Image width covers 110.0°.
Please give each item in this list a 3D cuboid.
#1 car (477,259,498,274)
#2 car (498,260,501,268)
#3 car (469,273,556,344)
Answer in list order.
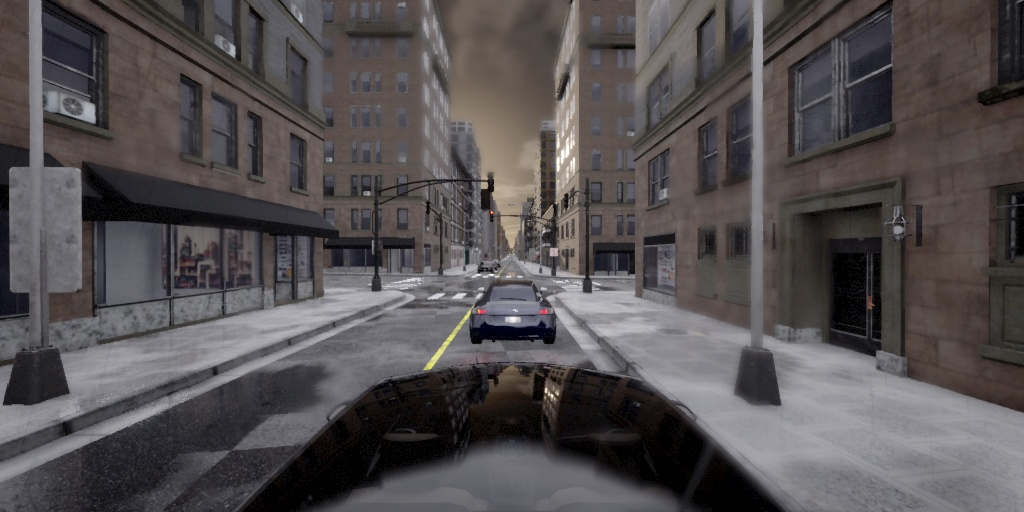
[{"bbox_3d":[-3.067,1.308,43.031,1.837,1.490,4.892,0,0,0],"label":"car"},{"bbox_3d":[-3.061,1.370,52.854,2.033,1.411,5.357,0,0,0],"label":"car"},{"bbox_3d":[0.016,1.315,9.587,1.994,1.385,4.181,0,0,0],"label":"car"}]
